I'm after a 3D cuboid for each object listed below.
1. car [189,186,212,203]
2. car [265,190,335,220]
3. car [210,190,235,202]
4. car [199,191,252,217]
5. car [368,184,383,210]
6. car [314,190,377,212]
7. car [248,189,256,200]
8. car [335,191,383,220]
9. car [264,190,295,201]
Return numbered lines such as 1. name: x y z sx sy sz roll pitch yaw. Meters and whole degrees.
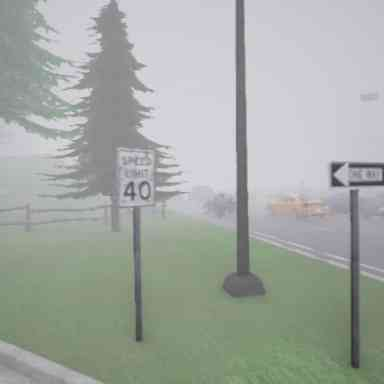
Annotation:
1. car: 1.060 0.262 42.456 2.150 2.045 5.566 -1 1 -15
2. car: 6.684 0.884 21.648 1.882 1.535 5.008 -1 1 -15
3. car: 4.095 0.508 44.661 1.994 1.385 4.181 -1 1 -15
4. car: 2.318 0.922 24.402 1.837 1.490 4.892 -1 1 -15
5. car: 16.506 0.383 25.519 2.150 2.045 5.566 -1 1 -15
6. car: 12.405 0.666 27.306 1.882 1.535 5.008 -1 1 -15
7. car: 7.207 0.329 46.551 1.882 1.535 5.008 -1 1 -15
8. car: 10.494 0.907 20.964 2.033 1.411 5.357 -1 1 -15
9. car: 11.506 0.437 44.068 1.895 1.301 4.718 -1 1 -15
